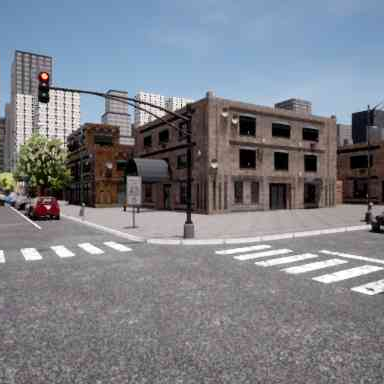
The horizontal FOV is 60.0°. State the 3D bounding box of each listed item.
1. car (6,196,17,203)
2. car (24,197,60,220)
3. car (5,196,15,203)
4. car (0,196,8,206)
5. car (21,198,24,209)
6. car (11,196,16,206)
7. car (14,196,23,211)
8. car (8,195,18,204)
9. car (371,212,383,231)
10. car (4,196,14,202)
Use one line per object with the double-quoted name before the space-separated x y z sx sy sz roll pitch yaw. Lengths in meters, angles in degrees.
"car" -38.269 1.606 70.544 1.752 1.417 4.829 0 0 -31
"car" -12.402 1.326 27.874 2.192 1.841 5.009 0 0 -31
"car" -41.045 1.673 75.123 1.802 1.307 4.206 0 0 -31
"car" -32.627 1.543 56.244 2.128 1.511 4.902 0 0 -31
"car" -15.267 1.582 32.599 1.947 1.339 4.313 0 0 -31
"car" -23.860 1.584 46.774 2.008 1.369 4.403 0 0 -31
"car" -20.996 1.592 42.050 1.947 1.339 4.313 0 0 -31
"car" -29.588 1.631 56.223 1.802 1.307 4.206 0 0 -31
"car" 11.241 1.358 17.414 4.313 1.339 1.947 -1 1 -31
"car" -43.909 1.669 79.849 1.947 1.339 4.313 0 0 -31
